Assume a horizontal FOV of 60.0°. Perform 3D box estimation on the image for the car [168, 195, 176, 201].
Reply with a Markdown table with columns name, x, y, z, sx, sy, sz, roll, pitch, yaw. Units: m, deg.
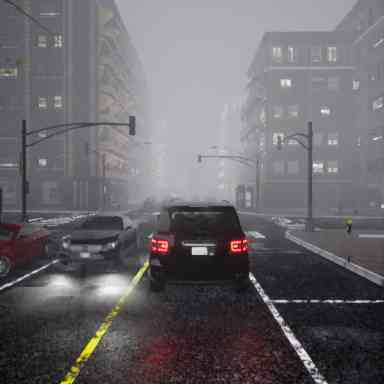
| name | x | y | z | sx | sy | sz | roll | pitch | yaw |
| --- | --- | --- | --- | --- | --- | --- | --- | --- | --- |
| car | -4.924 | 1.525 | 81.660 | 1.752 | 1.417 | 4.829 | 0 | 0 | 1 |

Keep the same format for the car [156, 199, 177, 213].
| name | x | y | z | sx | sy | sz | roll | pitch | yaw |
| --- | --- | --- | --- | --- | --- | --- | --- | --- | --- |
| car | -2.753 | 1.562 | 37.236 | 1.994 | 1.385 | 4.181 | 0 | 0 | 1 |

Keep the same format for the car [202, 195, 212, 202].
| name | x | y | z | sx | sy | sz | roll | pitch | yaw |
| --- | --- | --- | --- | --- | --- | --- | --- | --- | --- |
| car | 3.403 | 1.439 | 76.106 | 1.967 | 1.590 | 4.097 | 0 | 0 | 1 |

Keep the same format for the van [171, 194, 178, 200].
| name | x | y | z | sx | sy | sz | roll | pitch | yaw |
| --- | --- | --- | --- | --- | --- | --- | --- | --- | --- |
| van | -4.815 | 1.340 | 93.108 | 1.690 | 1.788 | 3.998 | 0 | 0 | 1 |

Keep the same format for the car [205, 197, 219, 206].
| name | x | y | z | sx | sy | sz | roll | pitch | yaw |
| --- | --- | --- | --- | --- | --- | --- | --- | --- | --- |
| car | 3.188 | 1.549 | 53.552 | 2.008 | 1.369 | 4.403 | 0 | 0 | 1 |

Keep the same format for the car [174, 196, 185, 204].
| name | x | y | z | sx | sy | sz | roll | pitch | yaw |
| --- | --- | --- | --- | --- | --- | --- | --- | --- | --- |
| car | -2.419 | 1.563 | 65.692 | 1.994 | 1.385 | 4.181 | 0 | 0 | 1 |

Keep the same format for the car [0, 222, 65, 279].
| name | x | y | z | sx | sy | sz | roll | pitch | yaw |
| --- | --- | --- | --- | --- | --- | --- | --- | --- | --- |
| car | -5.609 | 1.581 | 9.952 | 1.802 | 1.307 | 4.206 | 0 | 0 | 1 |

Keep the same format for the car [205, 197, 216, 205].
| name | x | y | z | sx | sy | sz | roll | pitch | yaw |
| --- | --- | --- | --- | --- | --- | --- | --- | --- | --- |
| car | 3.242 | 1.543 | 59.190 | 1.887 | 1.381 | 4.507 | 0 | 0 | 1 |

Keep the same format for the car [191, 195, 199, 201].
| name | x | y | z | sx | sy | sz | roll | pitch | yaw |
| --- | --- | --- | --- | --- | --- | --- | --- | --- | --- |
| car | 0.781 | 1.477 | 82.636 | 1.882 | 1.535 | 5.008 | 0 | 0 | 1 |

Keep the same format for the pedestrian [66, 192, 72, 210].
| name | x | y | z | sx | sy | sz | roll | pitch | yaw |
| --- | --- | --- | --- | --- | --- | --- | --- | --- | --- |
| pedestrian | -12.405 | 0.902 | 33.421 | 0.375 | 1.860 | 0.375 | 0 | -1 | 0 |

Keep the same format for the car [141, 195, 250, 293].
| name | x | y | z | sx | sy | sz | roll | pitch | yaw |
| --- | --- | --- | --- | --- | --- | --- | --- | --- | --- |
| car | 0.169 | 1.221 | 9.035 | 2.150 | 2.045 | 5.566 | 0 | 0 | 1 |

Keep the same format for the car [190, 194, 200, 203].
| name | x | y | z | sx | sy | sz | roll | pitch | yaw |
| --- | --- | --- | --- | --- | --- | --- | --- | --- | --- |
| car | 0.702 | 1.354 | 72.859 | 2.097 | 1.767 | 4.553 | 0 | 0 | 1 |

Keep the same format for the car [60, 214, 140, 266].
| name | x | y | z | sx | sy | sz | roll | pitch | yaw |
| --- | --- | --- | --- | --- | --- | --- | --- | --- | --- |
| car | -2.999 | 1.524 | 11.711 | 1.812 | 1.442 | 4.674 | 0 | 0 | 1 |
